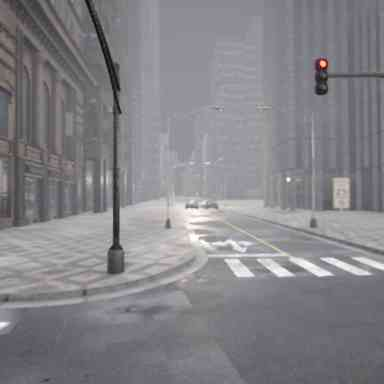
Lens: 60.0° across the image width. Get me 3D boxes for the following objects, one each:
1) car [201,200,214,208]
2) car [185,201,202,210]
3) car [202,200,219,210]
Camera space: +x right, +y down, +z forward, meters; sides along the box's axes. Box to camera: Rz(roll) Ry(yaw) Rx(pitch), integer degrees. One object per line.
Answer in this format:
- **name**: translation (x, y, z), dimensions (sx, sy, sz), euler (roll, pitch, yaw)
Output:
- **car**: translation (2.644, 2.146, 58.573), dimensions (1.895, 1.301, 4.718), euler (0, -1, -3)
- **car**: translation (-0.040, 2.060, 52.559), dimensions (1.994, 1.385, 4.181), euler (0, -1, -3)
- **car**: translation (3.040, 2.005, 51.709), dimensions (1.812, 1.442, 4.674), euler (0, -1, -2)
